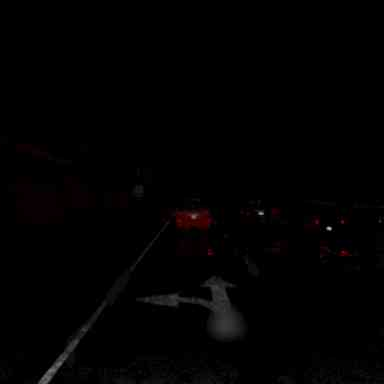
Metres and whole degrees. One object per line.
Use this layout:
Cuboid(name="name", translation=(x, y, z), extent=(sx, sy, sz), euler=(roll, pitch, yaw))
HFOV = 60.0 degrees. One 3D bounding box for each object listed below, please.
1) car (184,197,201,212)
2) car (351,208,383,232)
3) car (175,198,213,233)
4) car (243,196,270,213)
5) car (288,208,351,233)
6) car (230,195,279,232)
Cuboid(name="car", translation=(0.097, 1.449, 38.909), extent=(1.882, 1.535, 5.008), euler=(0, 0, 0))
Cuboid(name="car", translation=(10.598, 1.586, 19.891), extent=(1.895, 1.301, 4.718), euler=(0, 0, 0))
Cuboid(name="car", translation=(0.098, 1.337, 19.796), extent=(2.097, 1.767, 4.553), euler=(0, 0, 0))
Cuboid(name="car", translation=(7.097, 1.324, 37.043), extent=(2.097, 1.767, 4.553), euler=(0, 0, 0))
Cuboid(name="car", translation=(7.098, 1.586, 19.428), extent=(1.895, 1.301, 4.718), euler=(0, 0, 0))
Cuboid(name="car", translation=(3.599, 1.207, 20.023), extent=(2.150, 2.045, 5.566), euler=(0, 0, 0))
